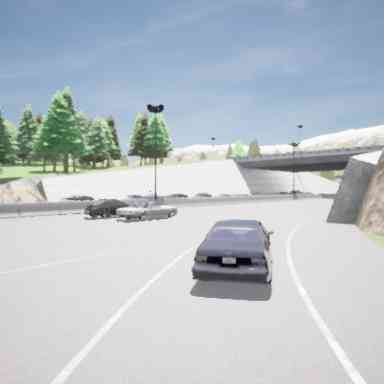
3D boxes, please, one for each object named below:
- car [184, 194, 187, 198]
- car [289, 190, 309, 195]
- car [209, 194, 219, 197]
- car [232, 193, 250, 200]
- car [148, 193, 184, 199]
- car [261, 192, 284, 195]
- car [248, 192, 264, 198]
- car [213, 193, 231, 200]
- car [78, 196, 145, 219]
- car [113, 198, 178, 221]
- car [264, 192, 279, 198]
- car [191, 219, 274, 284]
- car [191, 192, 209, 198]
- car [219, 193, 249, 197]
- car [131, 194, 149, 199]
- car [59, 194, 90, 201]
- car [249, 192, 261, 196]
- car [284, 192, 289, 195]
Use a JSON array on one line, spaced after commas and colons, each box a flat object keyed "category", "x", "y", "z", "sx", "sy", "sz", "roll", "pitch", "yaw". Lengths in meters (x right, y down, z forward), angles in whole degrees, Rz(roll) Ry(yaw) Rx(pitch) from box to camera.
[{"category": "car", "x": -2.917, "y": 0.997, "z": 63.921, "sx": 1.837, "sy": 1.490, "sz": 4.892, "roll": 0, "pitch": 1, "yaw": 40}, {"category": "car", "x": 26.813, "y": 0.711, "z": 83.397, "sx": 2.097, "sy": 1.767, "sz": 4.553, "roll": 0, "pitch": 1, "yaw": 40}, {"category": "car", "x": 5.871, "y": 1.064, "z": 63.560, "sx": 1.994, "sy": 1.385, "sz": 4.181, "roll": 0, "pitch": 1, "yaw": 40}, {"category": "car", "x": 11.179, "y": 1.005, "z": 75.447, "sx": 1.895, "sy": 1.301, "sz": 4.718, "roll": 0, "pitch": 1, "yaw": 40}, {"category": "car", "x": -3.572, "y": 1.192, "z": 46.706, "sx": 1.994, "sy": 1.385, "sz": 4.181, "roll": 0, "pitch": 1, "yaw": 40}, {"category": "car", "x": 17.396, "y": 1.036, "z": 71.983, "sx": 1.895, "sy": 1.301, "sz": 4.718, "roll": 0, "pitch": 1, "yaw": 40}, {"category": "car", "x": 16.918, "y": 0.815, "z": 87.904, "sx": 1.837, "sy": 1.490, "sz": 4.892, "roll": 0, "pitch": 1, "yaw": 40}, {"category": "car", "x": 6.870, "y": 1.001, "z": 75.723, "sx": 1.895, "sy": 1.301, "sz": 4.718, "roll": 0, "pitch": 1, "yaw": 40}, {"category": "car", "x": -6.325, "y": 1.311, "z": 26.568, "sx": 1.812, "sy": 1.442, "sz": 4.674, "roll": 0, "pitch": 1, "yaw": 40}, {"category": "car", "x": -3.191, "y": 1.402, "z": 24.868, "sx": 1.895, "sy": 1.301, "sz": 4.718, "roll": 0, "pitch": 1, "yaw": 40}, {"category": "car", "x": 20.821, "y": 0.848, "z": 87.136, "sx": 1.812, "sy": 1.442, "sz": 4.674, "roll": 0, "pitch": 1, "yaw": 40}, {"category": "car", "x": 1.316, "y": 1.473, "z": 9.457, "sx": 2.033, "sy": 1.411, "sz": 5.357, "roll": 0, "pitch": 0, "yaw": 12}, {"category": "car", "x": 1.719, "y": 0.847, "z": 64.033, "sx": 2.097, "sy": 1.767, "sz": 4.553, "roll": 0, "pitch": 1, "yaw": 40}, {"category": "car", "x": 7.687, "y": 1.019, "z": 60.295, "sx": 2.128, "sy": 1.511, "sz": 4.902, "roll": 0, "pitch": 1, "yaw": 40}, {"category": "car", "x": -6.022, "y": 1.099, "z": 49.233, "sx": 2.128, "sy": 1.511, "sz": 4.902, "roll": 0, "pitch": 1, "yaw": 40}, {"category": "car", "x": -16.700, "y": 1.102, "z": 48.058, "sx": 2.128, "sy": 1.511, "sz": 4.902, "roll": 1, "pitch": 1, "yaw": 45}, {"category": "car", "x": 15.061, "y": 0.944, "z": 74.652, "sx": 2.128, "sy": 1.511, "sz": 4.902, "roll": 0, "pitch": 1, "yaw": 40}, {"category": "car", "x": 24.664, "y": 0.857, "z": 86.294, "sx": 2.128, "sy": 1.511, "sz": 4.902, "roll": 0, "pitch": 1, "yaw": 40}]
